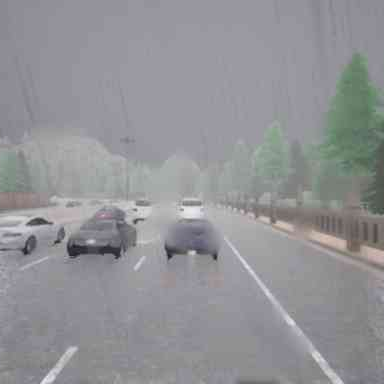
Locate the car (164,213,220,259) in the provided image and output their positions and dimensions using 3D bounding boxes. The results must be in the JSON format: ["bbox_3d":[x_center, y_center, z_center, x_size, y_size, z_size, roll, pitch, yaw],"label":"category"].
[{"bbox_3d":[0.017,1.747,13.238,1.895,1.301,4.718,0,-1,0],"label":"car"}]

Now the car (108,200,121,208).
[{"bbox_3d":[-14.658,2.212,62.925,1.812,1.442,4.674,0,-1,-6],"label":"car"}]

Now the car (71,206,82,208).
[{"bbox_3d":[-21.532,2.226,60.853,1.994,1.385,4.181,0,-1,-4],"label":"car"}]

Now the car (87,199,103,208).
[{"bbox_3d":[-18.083,2.181,62.120,1.837,1.490,4.892,0,0,-5],"label":"car"}]

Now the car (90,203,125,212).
[{"bbox_3d":[-6.979,1.876,28.513,1.994,1.385,4.181,0,-1,1],"label":"car"}]

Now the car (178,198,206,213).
[{"bbox_3d":[0.014,1.526,27.537,2.150,2.045,5.566,0,0,0],"label":"car"}]

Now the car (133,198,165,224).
[{"bbox_3d":[-3.486,1.526,27.569,2.150,2.045,5.566,0,0,0],"label":"car"}]

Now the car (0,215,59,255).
[{"bbox_3d":[-6.977,1.678,13.882,1.812,1.442,4.674,0,0,0],"label":"car"}]

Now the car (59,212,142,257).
[{"bbox_3d":[-3.481,1.714,13.546,1.994,1.385,4.181,0,-1,0],"label":"car"}]
